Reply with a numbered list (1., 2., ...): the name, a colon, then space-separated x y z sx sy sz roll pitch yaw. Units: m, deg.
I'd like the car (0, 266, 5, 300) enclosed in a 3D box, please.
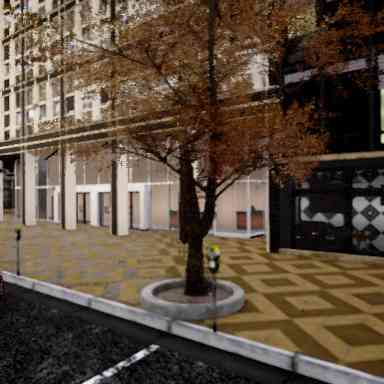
1. car: -5.383 1.578 6.715 4.206 1.307 1.802 0 0 35
